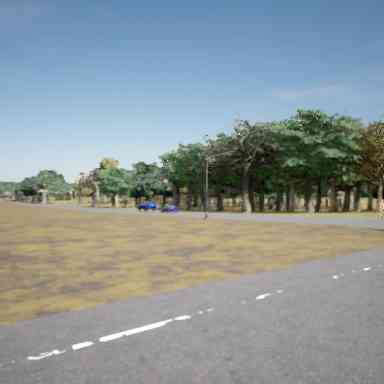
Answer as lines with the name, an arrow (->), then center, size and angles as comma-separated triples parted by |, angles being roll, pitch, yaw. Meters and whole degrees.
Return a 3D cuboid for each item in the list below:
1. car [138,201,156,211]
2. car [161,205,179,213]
car -> -9.670, 3.004, 71.046 | 2.150, 2.045, 5.566 | 0, -2, -33
car -> -4.170, 3.182, 62.638 | 1.812, 1.442, 4.674 | 0, -2, -33
